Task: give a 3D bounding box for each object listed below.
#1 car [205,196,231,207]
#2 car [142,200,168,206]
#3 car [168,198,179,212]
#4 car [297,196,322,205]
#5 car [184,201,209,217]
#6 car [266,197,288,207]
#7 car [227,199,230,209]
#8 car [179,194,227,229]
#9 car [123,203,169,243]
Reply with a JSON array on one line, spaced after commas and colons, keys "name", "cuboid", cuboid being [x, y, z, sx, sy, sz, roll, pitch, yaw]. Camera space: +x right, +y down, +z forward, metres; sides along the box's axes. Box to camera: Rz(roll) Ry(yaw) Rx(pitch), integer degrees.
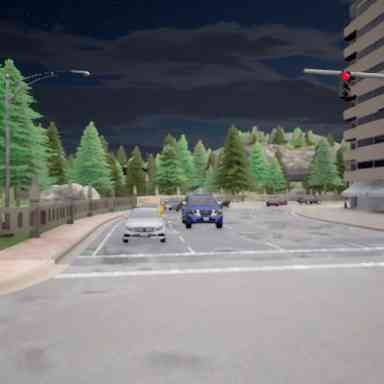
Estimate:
[{"name": "car", "cuboid": [4.001, 1.444, 51.104, 1.837, 1.490, 4.892, 0, -1, 34]}, {"name": "car", "cuboid": [-3.116, 1.420, 25.259, 1.882, 1.535, 5.008, 0, 0, -2]}, {"name": "car", "cuboid": [-1.961, 1.426, 37.292, 2.128, 1.511, 4.902, 0, 0, 14]}, {"name": "car", "cuboid": [20.525, 1.458, 58.026, 4.902, 1.511, 2.128, 0, 0, -31]}, {"name": "car", "cuboid": [0.504, 1.546, 31.587, 1.895, 1.301, 4.718, 0, 0, 7]}, {"name": "car", "cuboid": [13.183, 1.520, 51.280, 1.994, 1.385, 4.181, 0, 0, 41]}, {"name": "car", "cuboid": [3.416, 1.435, 42.501, 2.128, 1.511, 4.902, 0, 0, 23]}, {"name": "car", "cuboid": [0.541, 1.175, 21.591, 2.150, 2.045, 5.566, 0, 0, -5]}, {"name": "car", "cuboid": [-2.249, 1.477, 15.988, 1.812, 1.442, 4.674, 0, 0, -7]}]
